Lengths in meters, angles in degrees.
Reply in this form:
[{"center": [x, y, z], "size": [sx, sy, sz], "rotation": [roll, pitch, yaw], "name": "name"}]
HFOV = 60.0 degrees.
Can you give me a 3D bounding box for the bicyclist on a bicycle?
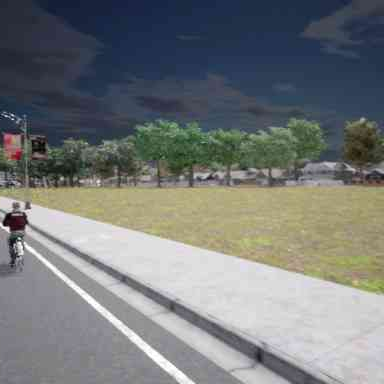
[{"center": [-4.678, 1.122, 8.835], "size": [0.659, 1.776, 1.843], "rotation": [-2, 3, -35], "name": "bicyclist on a bicycle"}]
